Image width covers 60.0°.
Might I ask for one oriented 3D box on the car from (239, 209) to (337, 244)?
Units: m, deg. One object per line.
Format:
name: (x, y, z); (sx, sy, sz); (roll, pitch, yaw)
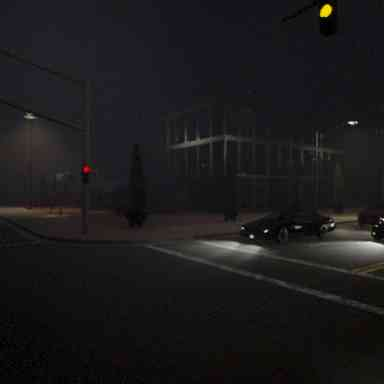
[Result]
car: (4.767, 1.545, 15.984); (5.357, 1.411, 2.033); (0, 0, -35)

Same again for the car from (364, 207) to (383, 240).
car: (10.253, 1.561, 15.585); (4.181, 1.385, 1.994); (0, 0, -35)

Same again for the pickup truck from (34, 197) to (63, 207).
pickup truck: (-20.176, 1.054, 47.219); (2.390, 2.098, 6.274); (0, 0, -6)

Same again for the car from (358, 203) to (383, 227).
car: (12.768, 1.473, 21.685); (5.008, 1.535, 1.882); (0, 0, -35)
